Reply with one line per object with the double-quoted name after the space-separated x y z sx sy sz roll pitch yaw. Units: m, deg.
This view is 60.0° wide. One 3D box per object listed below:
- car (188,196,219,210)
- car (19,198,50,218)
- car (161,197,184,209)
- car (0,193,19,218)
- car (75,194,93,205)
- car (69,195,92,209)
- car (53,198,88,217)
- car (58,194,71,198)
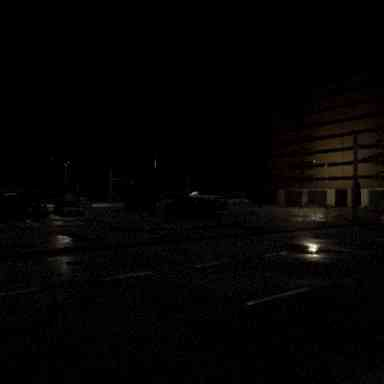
2.024 2.015 62.046 2.033 1.411 5.357 1 0 -35 "car"
-13.883 1.481 29.356 1.784 1.438 3.905 1 0 -35 "car"
-4.203 1.907 64.834 1.882 1.535 5.008 1 -1 -35 "car"
-16.048 1.240 27.774 1.932 1.855 4.605 1 0 -35 "car"
-20.895 1.429 64.162 1.932 1.855 4.605 1 0 -35 "car"
-15.473 1.608 46.693 1.970 1.475 3.806 1 0 -35 "car"
-11.514 1.544 31.019 1.970 1.475 3.806 1 0 -35 "car"
-23.295 1.400 62.544 1.905 1.878 3.866 1 0 -35 "car"
